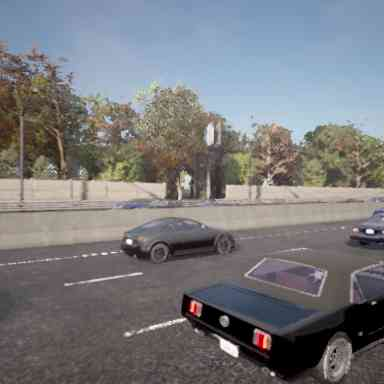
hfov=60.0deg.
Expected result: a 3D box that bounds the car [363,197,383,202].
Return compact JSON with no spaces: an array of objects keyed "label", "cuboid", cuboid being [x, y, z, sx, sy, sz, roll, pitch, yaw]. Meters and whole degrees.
[{"label":"car","cuboid":[31.644,1.569,56.426,4.553,1.767,2.097,0,0,-35]}]

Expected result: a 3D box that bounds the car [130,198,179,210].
[{"label":"car","cuboid":[-3.008,1.576,31.902,4.902,1.511,2.128,0,0,-35]}]

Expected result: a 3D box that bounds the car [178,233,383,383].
[{"label":"car","cuboid":[2.264,1.617,5.348,4.718,1.301,1.895,0,0,-35]}]

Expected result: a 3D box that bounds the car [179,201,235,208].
[{"label":"car","cuboid":[1.496,1.637,26.514,4.181,1.385,1.994,0,0,-35]}]

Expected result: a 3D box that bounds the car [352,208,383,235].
[{"label":"car","cuboid":[8.990,1.593,14.425,5.357,1.411,2.033,0,0,-35]}]

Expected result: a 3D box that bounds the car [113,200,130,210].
[{"label":"car","cuboid":[-5.830,1.440,34.190,4.553,1.767,2.097,0,0,-35]}]

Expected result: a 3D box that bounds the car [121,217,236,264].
[{"label":"car","cuboid":[-0.407,1.596,12.035,4.181,1.385,1.994,0,0,-35]}]

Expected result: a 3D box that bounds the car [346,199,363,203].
[{"label":"car","cuboid":[29.417,1.819,59.126,4.718,1.301,1.895,0,0,-35]}]

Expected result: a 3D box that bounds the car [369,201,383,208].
[{"label":"car","cuboid":[14.150,1.550,22.380,5.008,1.535,1.882,0,0,-35]}]

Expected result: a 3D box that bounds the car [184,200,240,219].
[{"label":"car","cuboid":[1.918,1.577,31.107,4.902,1.511,2.128,0,0,-35]}]
